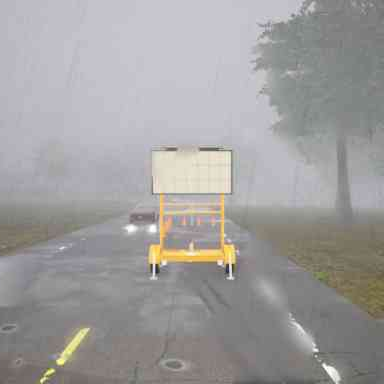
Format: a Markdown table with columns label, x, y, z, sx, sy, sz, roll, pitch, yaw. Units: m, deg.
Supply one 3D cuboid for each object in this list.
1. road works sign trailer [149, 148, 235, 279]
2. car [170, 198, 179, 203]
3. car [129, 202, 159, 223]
| label | x | y | z | sx | sy | sz | roll | pitch | yaw |
| --- | --- | --- | --- | --- | --- | --- | --- | --- | --- |
| road works sign trailer | 0.002 | 0.478 | 10.019 | 2.380 | 3.560 | 2.880 | 0 | 0 | 0 |
| car | -4.263 | 2.270 | 81.949 | 1.812 | 1.442 | 4.674 | 0 | -1 | -1 |
| car | -3.663 | 1.556 | 26.118 | 1.882 | 1.535 | 5.008 | 0 | 0 | 0 |
